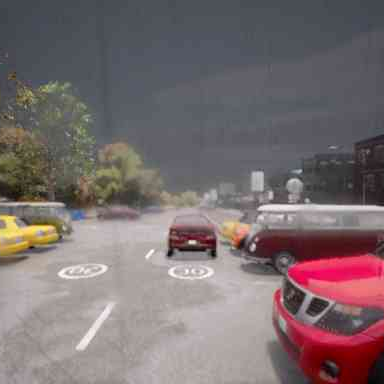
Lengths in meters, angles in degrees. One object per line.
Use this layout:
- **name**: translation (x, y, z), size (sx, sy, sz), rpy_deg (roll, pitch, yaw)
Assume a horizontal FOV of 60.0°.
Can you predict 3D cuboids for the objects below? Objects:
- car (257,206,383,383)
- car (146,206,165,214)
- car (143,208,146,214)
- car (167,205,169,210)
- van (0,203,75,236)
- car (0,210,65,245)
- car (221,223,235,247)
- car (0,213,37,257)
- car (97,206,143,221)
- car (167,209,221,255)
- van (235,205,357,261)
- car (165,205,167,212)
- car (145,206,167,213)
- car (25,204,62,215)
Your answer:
- **car**: translation (3.879, 1.271, 4.126), size (5.566, 2.045, 2.435), rpy_deg (0, -1, 0)
- **car**: translation (-8.210, 3.586, 65.164), size (4.674, 1.452, 2.002), rpy_deg (0, -2, 0)
- **car**: translation (-8.427, 2.447, 40.855), size (4.553, 1.767, 2.185), rpy_deg (0, -2, 0)
- **car**: translation (-8.170, 3.808, 71.710), size (5.008, 1.535, 2.097), rpy_deg (0, -2, 0)
- **van**: translation (-8.266, 1.533, 16.904), size (4.442, 1.987, 1.878), rpy_deg (0, -1, 0)
- **car**: translation (-8.565, 1.692, 14.106), size (5.366, 1.575, 1.946), rpy_deg (0, -1, 0)
- **car**: translation (4.071, 1.739, 16.267), size (5.366, 1.575, 1.946), rpy_deg (0, -1, 0)
- **car**: translation (-8.562, 1.637, 11.445), size (5.366, 1.575, 1.946), rpy_deg (0, -1, 0)
- **car**: translation (-8.378, 2.487, 37.680), size (4.674, 1.452, 2.002), rpy_deg (0, -2, 0)
- **car**: translation (-0.048, 1.695, 14.308), size (1.882, 1.535, 5.008), rpy_deg (0, -1, -1)
- **van**: translation (3.777, 1.393, 10.317), size (4.442, 1.987, 1.878), rpy_deg (0, -1, 0)
- **car**: translation (-8.183, 3.678, 68.439), size (4.892, 1.521, 2.231), rpy_deg (0, -2, 0)
- **car**: translation (-8.138, 3.974, 74.854), size (4.674, 1.452, 2.002), rpy_deg (0, -2, 0)
- **car**: translation (-23.425, 2.749, 52.582), size (4.892, 1.490, 1.837), rpy_deg (1, 0, 0)
